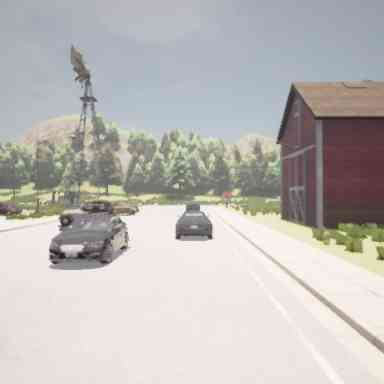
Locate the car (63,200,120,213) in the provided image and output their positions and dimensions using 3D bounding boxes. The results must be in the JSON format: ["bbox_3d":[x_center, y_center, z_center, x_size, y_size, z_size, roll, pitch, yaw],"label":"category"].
[{"bbox_3d":[-7.565,1.550,24.235,3.866,1.878,1.905,0,-1,1],"label":"car"}]

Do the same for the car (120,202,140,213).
[{"bbox_3d":[-8.049,1.873,37.718,4.193,1.474,1.816,0,-1,1],"label":"car"}]

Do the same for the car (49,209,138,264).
[{"bbox_3d":[-3.573,1.612,12.319,2.128,1.511,4.902,0,-1,0],"label":"car"}]

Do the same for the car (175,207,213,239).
[{"bbox_3d":[0.110,1.745,18.637,1.994,1.385,4.181,0,-1,0],"label":"car"}]

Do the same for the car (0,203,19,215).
[{"bbox_3d":[-20.921,1.878,36.606,3.905,1.438,1.784,0,-1,1],"label":"car"}]

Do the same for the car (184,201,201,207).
[{"bbox_3d":[0.121,1.918,42.557,1.837,1.490,4.892,0,-1,0],"label":"car"}]
